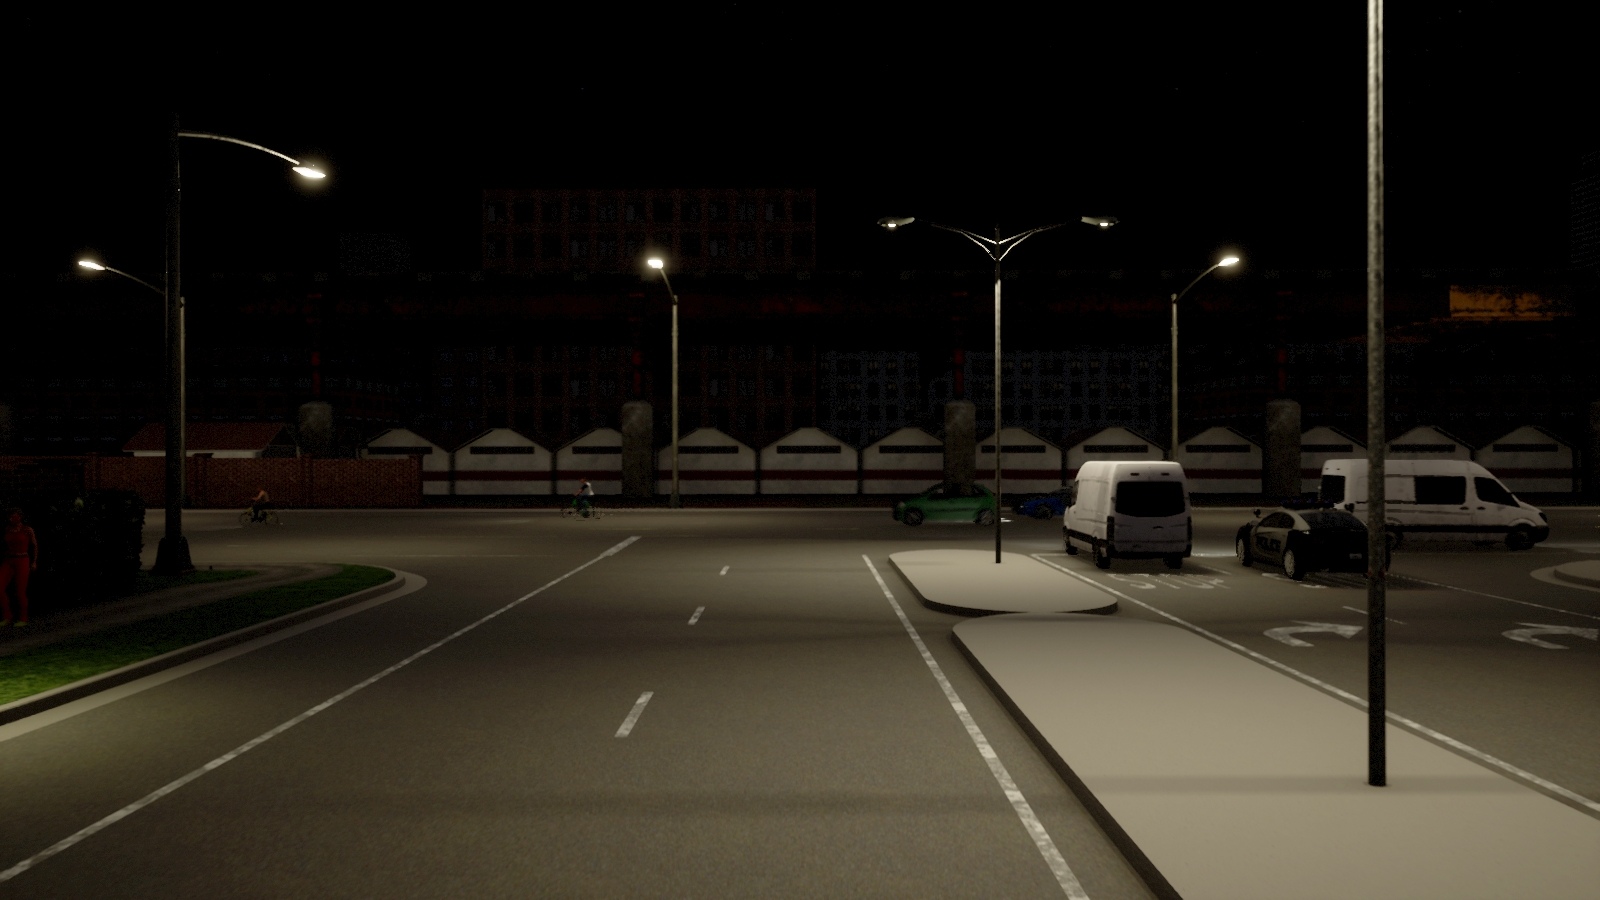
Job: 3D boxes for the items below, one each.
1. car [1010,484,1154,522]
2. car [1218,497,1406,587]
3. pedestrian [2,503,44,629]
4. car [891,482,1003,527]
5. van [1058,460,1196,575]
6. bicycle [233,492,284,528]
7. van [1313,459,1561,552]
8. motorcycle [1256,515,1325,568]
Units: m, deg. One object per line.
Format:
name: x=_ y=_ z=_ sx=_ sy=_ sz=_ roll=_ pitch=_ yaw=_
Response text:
car: x=11.416 y=2.139 z=46.507 sx=5.357 sy=1.411 sz=2.033 roll=0 pitch=0 yaw=0
car: x=11.454 y=1.991 z=26.056 sx=2.097 sy=1.638 sz=5.238 roll=0 pitch=0 yaw=2
pedestrian: x=-11.738 y=1.746 z=17.274 sx=0.375 sy=1.860 sz=0.375 roll=0 pitch=0 yaw=0
car: x=5.485 y=2.042 z=43.022 sx=3.988 sy=1.617 sz=1.851 roll=0 pitch=0 yaw=0
van: x=8.132 y=1.555 z=29.018 sx=1.988 sy=2.561 sz=5.915 roll=0 pitch=0 yaw=2
bicycle: x=-20.421 y=2.247 z=43.110 sx=1.487 sy=1.301 sz=0.859 roll=0 pitch=0 yaw=0
van: x=18.000 y=1.536 z=32.487 sx=5.915 sy=2.561 sz=1.988 roll=0 pitch=0 yaw=0
motorcycle: x=11.988 y=2.222 z=27.978 sx=0.803 sy=1.145 sz=2.033 roll=0 pitch=0 yaw=0
